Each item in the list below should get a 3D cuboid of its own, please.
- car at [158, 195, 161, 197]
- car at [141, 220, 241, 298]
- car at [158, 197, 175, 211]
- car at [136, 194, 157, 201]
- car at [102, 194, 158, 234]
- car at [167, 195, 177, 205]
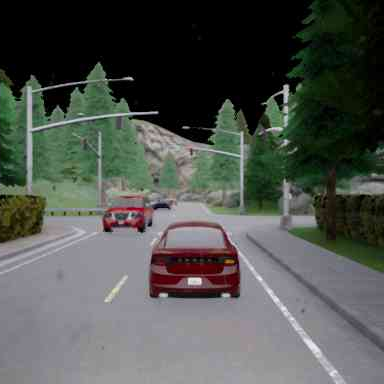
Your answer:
[{"bbox_3d":[-7.698,1.453,72.762,1.882,1.535,5.008,0,0,-43],"label":"car"},{"bbox_3d":[0.068,1.476,8.538,1.882,1.535,5.008,0,0,0],"label":"car"},{"bbox_3d":[-3.588,1.591,41.569,1.895,1.301,4.718,0,0,0],"label":"car"},{"bbox_3d":[-11.003,1.337,79.677,4.553,1.767,2.097,0,0,24],"label":"car"},{"bbox_3d":[-3.598,1.216,19.712,2.150,2.045,5.566,0,0,1],"label":"car"},{"bbox_3d":[-3.650,1.338,58.389,2.097,1.767,4.553,0,0,-2],"label":"car"}]
